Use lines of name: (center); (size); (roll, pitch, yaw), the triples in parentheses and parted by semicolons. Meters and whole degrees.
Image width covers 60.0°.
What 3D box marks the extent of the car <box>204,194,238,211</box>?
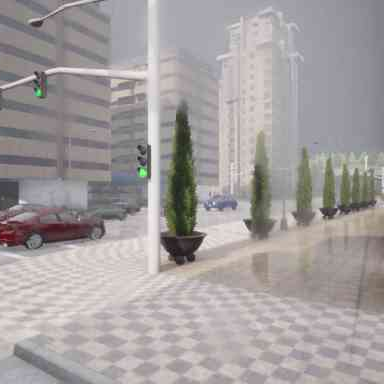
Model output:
car: (3.740, 1.277, 41.800); (2.150, 2.045, 5.566); (0, 0, 35)

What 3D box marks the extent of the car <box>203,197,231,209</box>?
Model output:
car: (3.649, 1.560, 47.808); (1.837, 1.490, 4.892); (0, 0, 35)

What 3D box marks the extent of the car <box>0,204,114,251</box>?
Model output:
car: (-6.145, 1.535, 14.789); (1.882, 1.535, 5.008); (0, 0, 34)

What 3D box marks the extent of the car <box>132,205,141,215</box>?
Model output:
car: (-7.226, 1.656, 32.078); (1.895, 1.301, 4.718); (0, 0, 35)

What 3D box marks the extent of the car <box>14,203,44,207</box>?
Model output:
car: (-12.370, 1.581, 24.573); (1.812, 1.442, 4.674); (0, 0, 34)

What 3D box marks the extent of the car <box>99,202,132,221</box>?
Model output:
car: (-7.101, 1.619, 26.090); (1.994, 1.385, 4.181); (0, 0, 35)
